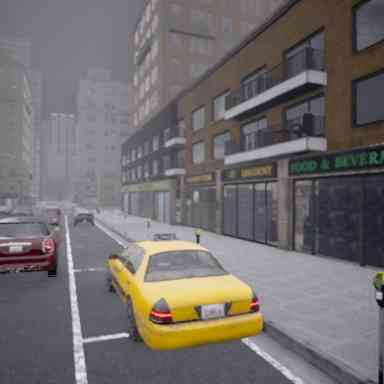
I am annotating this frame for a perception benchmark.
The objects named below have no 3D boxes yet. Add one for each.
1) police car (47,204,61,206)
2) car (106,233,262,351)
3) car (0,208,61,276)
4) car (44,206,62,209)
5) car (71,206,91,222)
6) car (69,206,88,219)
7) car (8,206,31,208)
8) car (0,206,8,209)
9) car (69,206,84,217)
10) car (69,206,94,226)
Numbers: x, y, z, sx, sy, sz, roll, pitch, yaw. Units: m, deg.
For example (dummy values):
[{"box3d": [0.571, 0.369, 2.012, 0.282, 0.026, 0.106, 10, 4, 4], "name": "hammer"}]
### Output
[{"box3d": [-17.182, 2.287, 40.967, 1.930, 1.638, 5.238, 1, -1, -21], "name": "police car"}, {"box3d": [-0.640, 1.612, 6.833, 1.801, 1.575, 5.366, 1, -1, -21], "name": "car"}, {"box3d": [-5.481, 1.588, 10.910, 2.097, 1.767, 4.553, 1, -1, -21], "name": "car"}, {"box3d": [-11.378, 2.104, 26.195, 2.033, 1.411, 5.357, 1, -1, -21], "name": "car"}, {"box3d": [-11.646, 2.263, 34.577, 1.752, 1.417, 4.829, 0, -1, -21], "name": "car"}, {"box3d": [-13.594, 2.408, 39.629, 1.947, 1.339, 4.313, 0, -1, -21], "name": "car"}, {"box3d": [-19.478, 2.351, 38.518, 2.033, 1.411, 5.357, 1, -1, -21], "name": "car"}, {"box3d": [-23.575, 2.408, 41.765, 1.887, 1.381, 4.507, 0, -1, -21], "name": "car"}, {"box3d": [-15.603, 2.531, 44.839, 1.802, 1.307, 4.206, 0, -1, -21], "name": "car"}, {"box3d": [-9.577, 2.177, 29.207, 2.008, 1.369, 4.403, 0, -1, -21], "name": "car"}]
